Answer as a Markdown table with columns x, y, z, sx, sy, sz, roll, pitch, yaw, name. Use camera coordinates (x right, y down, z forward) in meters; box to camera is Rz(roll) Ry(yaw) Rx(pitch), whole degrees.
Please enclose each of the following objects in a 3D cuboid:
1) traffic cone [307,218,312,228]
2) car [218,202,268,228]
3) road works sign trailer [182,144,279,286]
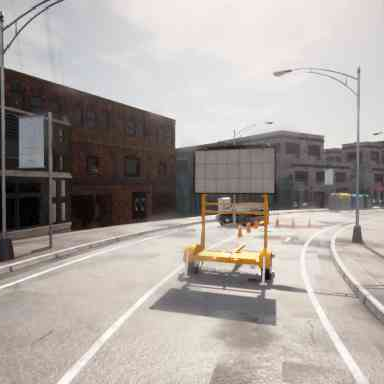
| x | y | z | sx | sy | sz | roll | pitch | yaw | name |
| --- | --- | --- | --- | --- | --- | --- | --- | --- | --- |
| 7.479 | 1.982 | 21.165 | 0.340 | 0.580 | 0.340 | 1 | 0 | 22 | traffic cone |
| 3.552 | 1.456 | 22.577 | 1.882 | 1.535 | 5.008 | 0 | 0 | 34 | car |
| 1.251 | 0.462 | 9.687 | 2.380 | 3.560 | 2.880 | 0 | 0 | 20 | road works sign trailer |
